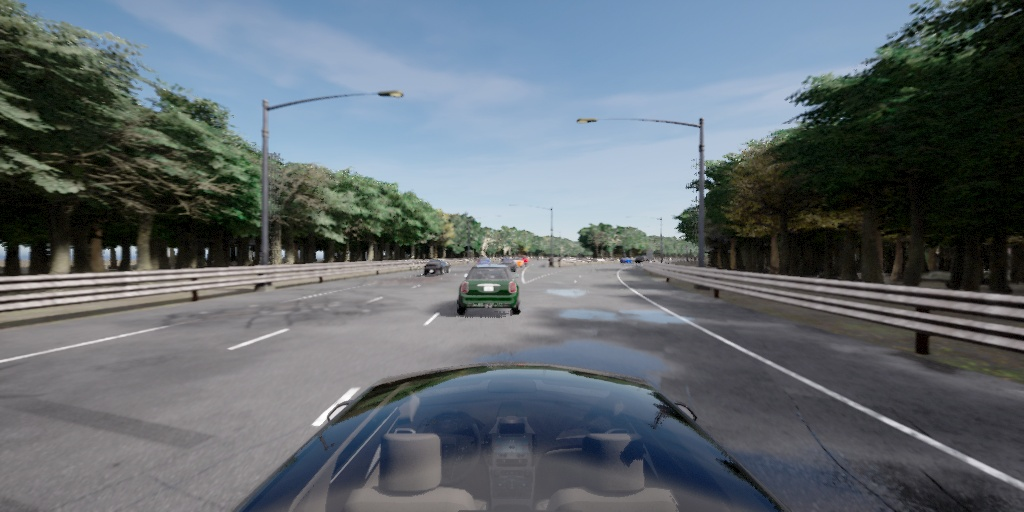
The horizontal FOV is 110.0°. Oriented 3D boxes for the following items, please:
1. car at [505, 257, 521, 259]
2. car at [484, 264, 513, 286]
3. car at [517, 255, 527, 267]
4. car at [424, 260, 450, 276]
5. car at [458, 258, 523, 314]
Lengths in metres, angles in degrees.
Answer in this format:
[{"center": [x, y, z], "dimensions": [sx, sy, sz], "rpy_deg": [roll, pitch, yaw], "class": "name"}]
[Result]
[{"center": [-0.411, 1.190, 42.123], "dimensions": [2.128, 1.511, 4.902], "rpy_deg": [0, 0, 3], "class": "car"}, {"center": [-0.871, 1.325, 25.914], "dimensions": [1.895, 1.301, 4.718], "rpy_deg": [0, 0, 1], "class": "car"}, {"center": [0.894, 1.027, 61.289], "dimensions": [2.097, 1.767, 4.553], "rpy_deg": [0, 0, 5], "class": "car"}, {"center": [-7.581, 1.186, 36.605], "dimensions": [1.837, 1.490, 4.892], "rpy_deg": [0, 0, 2], "class": "car"}, {"center": [-0.803, 1.094, 13.870], "dimensions": [2.097, 1.767, 4.553], "rpy_deg": [0, 0, -1], "class": "car"}]
